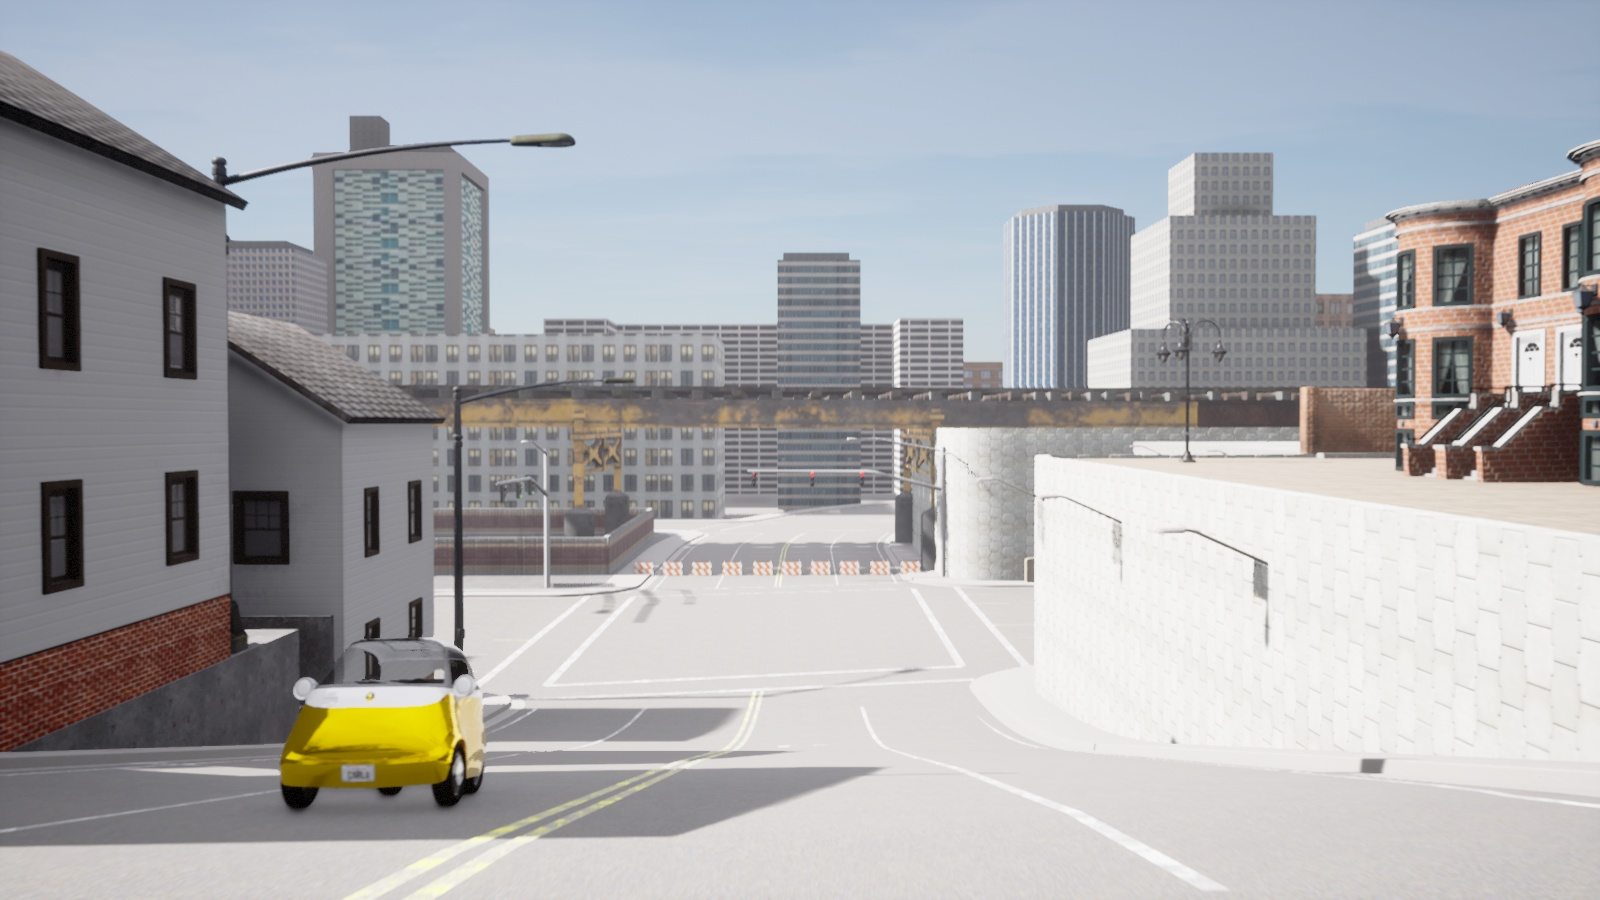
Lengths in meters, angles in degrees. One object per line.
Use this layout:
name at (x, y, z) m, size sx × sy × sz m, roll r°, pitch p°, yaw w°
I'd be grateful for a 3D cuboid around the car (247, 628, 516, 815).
car at (-3.430, 2.298, 10.676) m, size 1.481 × 1.376 × 2.207 m, roll -1°, pitch -12°, yaw 0°
